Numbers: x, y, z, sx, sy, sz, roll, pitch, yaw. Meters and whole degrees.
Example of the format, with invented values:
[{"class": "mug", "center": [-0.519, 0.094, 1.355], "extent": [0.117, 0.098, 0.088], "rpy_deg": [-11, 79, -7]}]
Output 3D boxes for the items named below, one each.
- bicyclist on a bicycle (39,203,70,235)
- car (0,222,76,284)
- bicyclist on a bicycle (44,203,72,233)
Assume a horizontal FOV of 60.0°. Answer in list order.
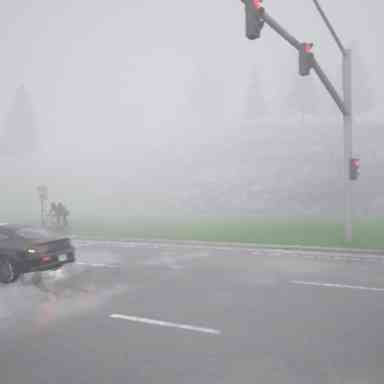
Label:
[{"class": "bicyclist on a bicycle", "center": [-7.466, 1.413, 18.146], "extent": [0.582, 1.620, 1.656], "rpy_deg": [-1, -1, 18]}, {"class": "car", "center": [-5.593, 1.603, 9.611], "extent": [4.674, 1.442, 1.812], "rpy_deg": [-1, 0, 20]}, {"class": "bicyclist on a bicycle", "center": [-7.044, 1.407, 18.005], "extent": [0.582, 1.620, 1.656], "rpy_deg": [-1, -1, 19]}]
